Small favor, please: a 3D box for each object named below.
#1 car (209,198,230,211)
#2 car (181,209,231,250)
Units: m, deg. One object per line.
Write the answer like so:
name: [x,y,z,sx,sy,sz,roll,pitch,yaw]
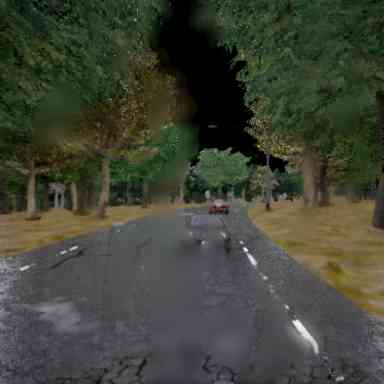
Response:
car: [3.166,1.505,37.698,2.097,1.767,4.553,0,0,9]
car: [0.647,1.667,14.720,1.895,1.301,4.718,0,0,3]
